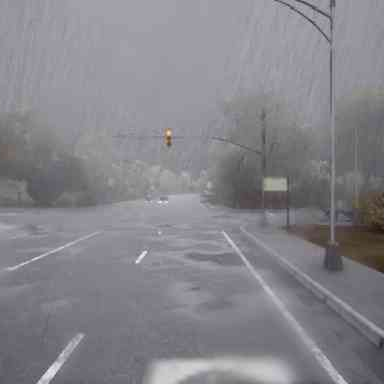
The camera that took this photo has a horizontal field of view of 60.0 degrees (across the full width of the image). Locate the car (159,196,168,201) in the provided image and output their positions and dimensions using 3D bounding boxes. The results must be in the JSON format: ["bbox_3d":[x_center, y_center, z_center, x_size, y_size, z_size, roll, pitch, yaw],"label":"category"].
[{"bbox_3d":[-7.000,1.556,82.105,1.895,1.301,4.718,0,0,0],"label":"car"}]

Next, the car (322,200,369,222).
[{"bbox_3d":[12.632,1.420,25.725,4.892,1.490,1.837,0,0,3],"label":"car"}]

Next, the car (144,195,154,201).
[{"bbox_3d":[-10.500,1.501,82.135,2.033,1.411,5.357,0,0,0],"label":"car"}]
